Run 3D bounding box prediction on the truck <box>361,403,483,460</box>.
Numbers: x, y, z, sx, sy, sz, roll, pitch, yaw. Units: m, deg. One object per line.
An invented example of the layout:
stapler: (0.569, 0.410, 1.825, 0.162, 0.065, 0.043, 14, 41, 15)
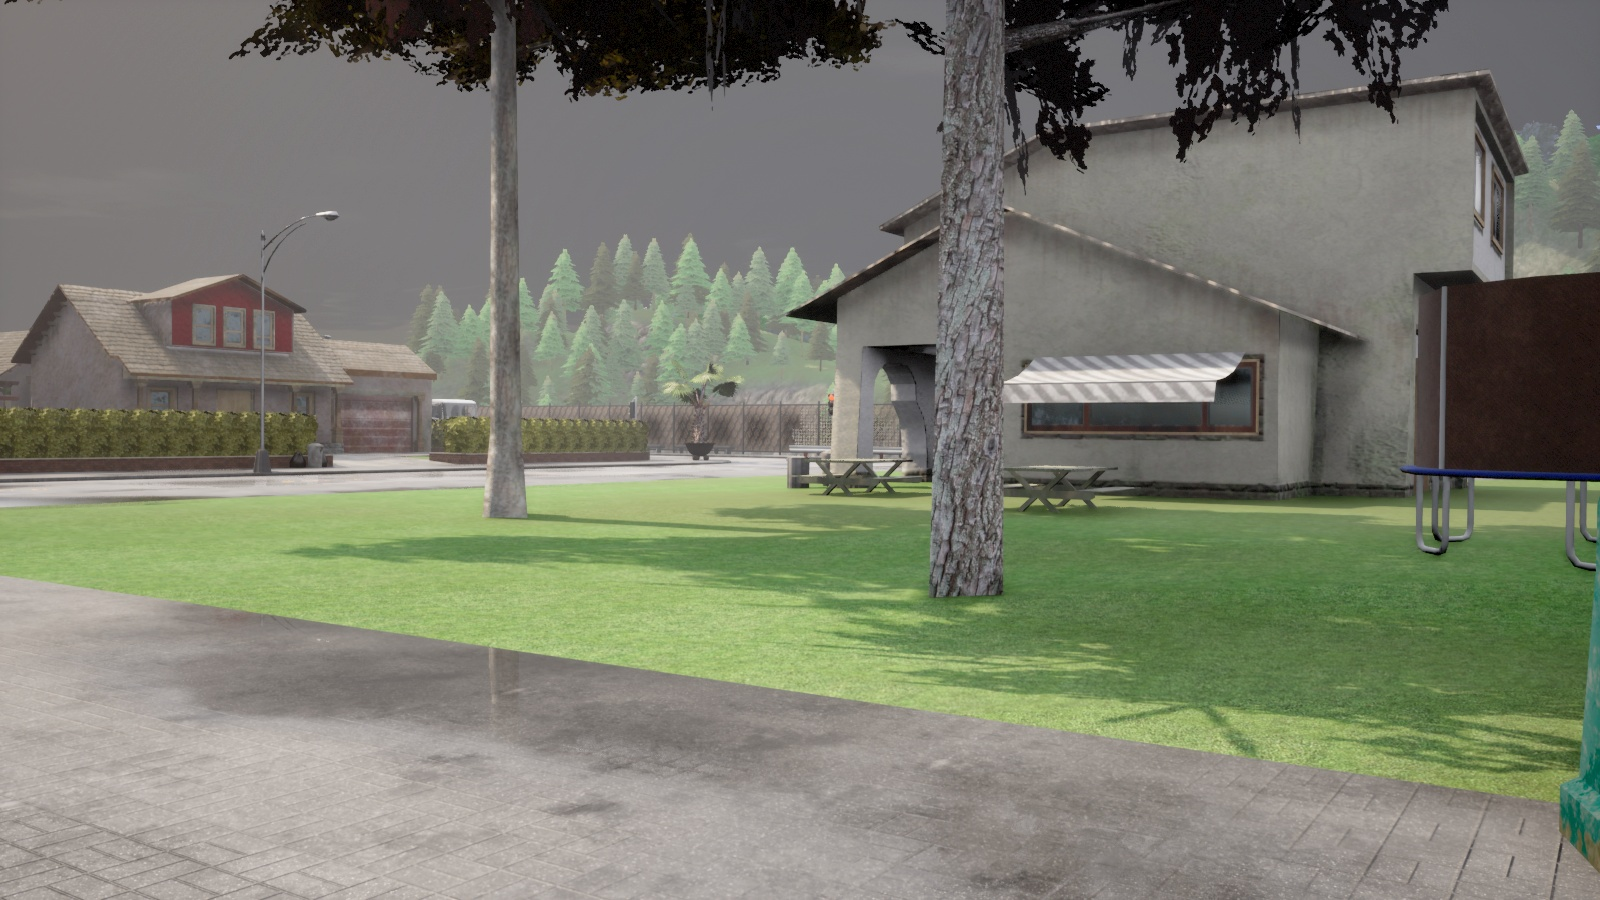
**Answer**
truck: (-23.991, -1.121, 79.553, 7.936, 3.462, 2.891, 0, 1, 33)
